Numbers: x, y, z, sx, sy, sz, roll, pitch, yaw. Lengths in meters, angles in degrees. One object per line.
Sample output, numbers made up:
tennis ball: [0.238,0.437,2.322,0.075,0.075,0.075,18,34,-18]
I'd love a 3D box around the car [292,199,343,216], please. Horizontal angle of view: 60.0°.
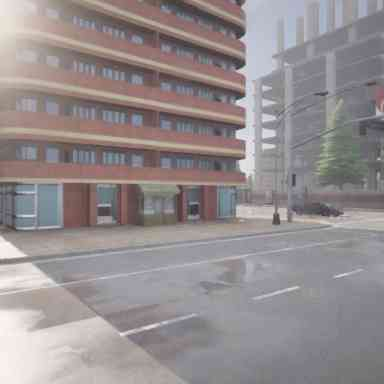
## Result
car: [12.139,1.505,32.359,1.837,1.490,4.892,0,0,-36]
